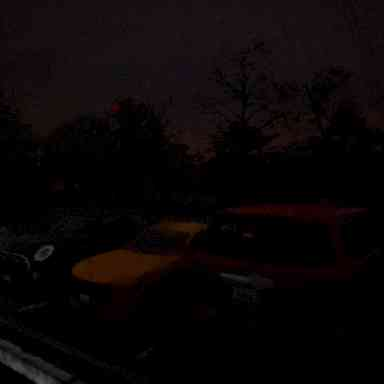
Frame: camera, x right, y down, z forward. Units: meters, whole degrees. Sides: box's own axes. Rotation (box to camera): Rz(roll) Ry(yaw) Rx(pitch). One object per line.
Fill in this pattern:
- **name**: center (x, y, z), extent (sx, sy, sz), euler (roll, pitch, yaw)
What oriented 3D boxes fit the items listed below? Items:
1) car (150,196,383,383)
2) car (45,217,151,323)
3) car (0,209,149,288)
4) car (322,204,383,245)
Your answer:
- **car**: center (2.107, 1.199, 5.767), extent (2.435, 2.045, 5.566), euler (0, 0, 35)
- **car**: center (-0.298, 1.446, 7.420), extent (2.097, 1.535, 5.008), euler (0, 0, 35)
- **car**: center (-2.771, 1.316, 9.181), extent (2.185, 1.767, 4.553), euler (0, 0, 35)
- **car**: center (8.203, 1.451, 16.431), extent (2.231, 1.521, 4.892), euler (0, 0, 35)
